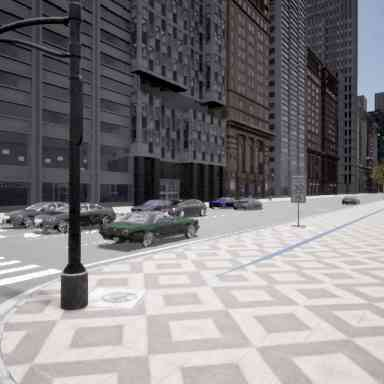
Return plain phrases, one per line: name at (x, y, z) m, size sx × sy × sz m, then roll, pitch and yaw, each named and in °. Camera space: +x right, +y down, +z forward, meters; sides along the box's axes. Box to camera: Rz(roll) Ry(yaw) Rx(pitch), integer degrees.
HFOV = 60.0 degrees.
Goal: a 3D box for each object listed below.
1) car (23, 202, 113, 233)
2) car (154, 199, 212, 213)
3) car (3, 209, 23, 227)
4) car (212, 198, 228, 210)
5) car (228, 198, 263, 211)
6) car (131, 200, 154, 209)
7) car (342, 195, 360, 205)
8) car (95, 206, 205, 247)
car at (-6.662, 1.401, 19.255) m, size 2.128 × 1.511 × 4.902 m, roll 0°, pitch 0°, yaw 34°
car at (-0.629, 1.350, 27.610) m, size 1.837 × 1.490 × 4.892 m, roll 0°, pitch 0°, yaw 36°
car at (-9.276, 1.393, 21.153) m, size 2.128 × 1.511 × 4.902 m, roll 0°, pitch 0°, yaw 37°
car at (3.842, 1.359, 39.356) m, size 1.895 × 1.301 × 4.718 m, roll 0°, pitch 0°, yaw 36°
car at (6.244, 1.333, 37.119) m, size 1.994 × 1.385 × 4.181 m, roll 0°, pitch 1°, yaw 36°
car at (-3.081, 1.383, 29.767) m, size 2.033 × 1.411 × 5.357 m, roll 0°, pitch 0°, yaw 36°
car at (24.260, 1.200, 50.699) m, size 1.994 × 1.385 × 4.181 m, roll 0°, pitch 1°, yaw 36°
car at (-1.650, 1.531, 14.735) m, size 1.895 × 1.301 × 4.718 m, roll 0°, pitch 0°, yaw 36°
